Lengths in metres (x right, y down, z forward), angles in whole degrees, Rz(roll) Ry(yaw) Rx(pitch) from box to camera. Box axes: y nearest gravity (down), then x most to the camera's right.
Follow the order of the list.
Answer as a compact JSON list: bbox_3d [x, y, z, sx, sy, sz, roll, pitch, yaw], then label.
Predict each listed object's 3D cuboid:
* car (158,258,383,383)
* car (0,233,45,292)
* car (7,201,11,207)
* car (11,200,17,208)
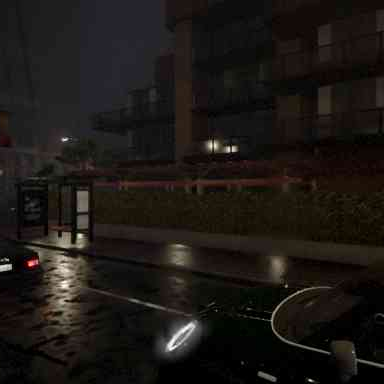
[{"bbox_3d":[1.882,1.352,2.662,4.553,1.767,2.097,0,0,35],"label":"car"},{"bbox_3d":[-5.735,1.547,8.039,5.357,1.411,2.033,0,0,36],"label":"car"},{"bbox_3d":[-24.563,1.477,49.090,1.882,1.535,5.008,0,0,35],"label":"car"},{"bbox_3d":[-22.065,1.505,46.547,1.837,1.490,4.892,0,0,36],"label":"car"}]
